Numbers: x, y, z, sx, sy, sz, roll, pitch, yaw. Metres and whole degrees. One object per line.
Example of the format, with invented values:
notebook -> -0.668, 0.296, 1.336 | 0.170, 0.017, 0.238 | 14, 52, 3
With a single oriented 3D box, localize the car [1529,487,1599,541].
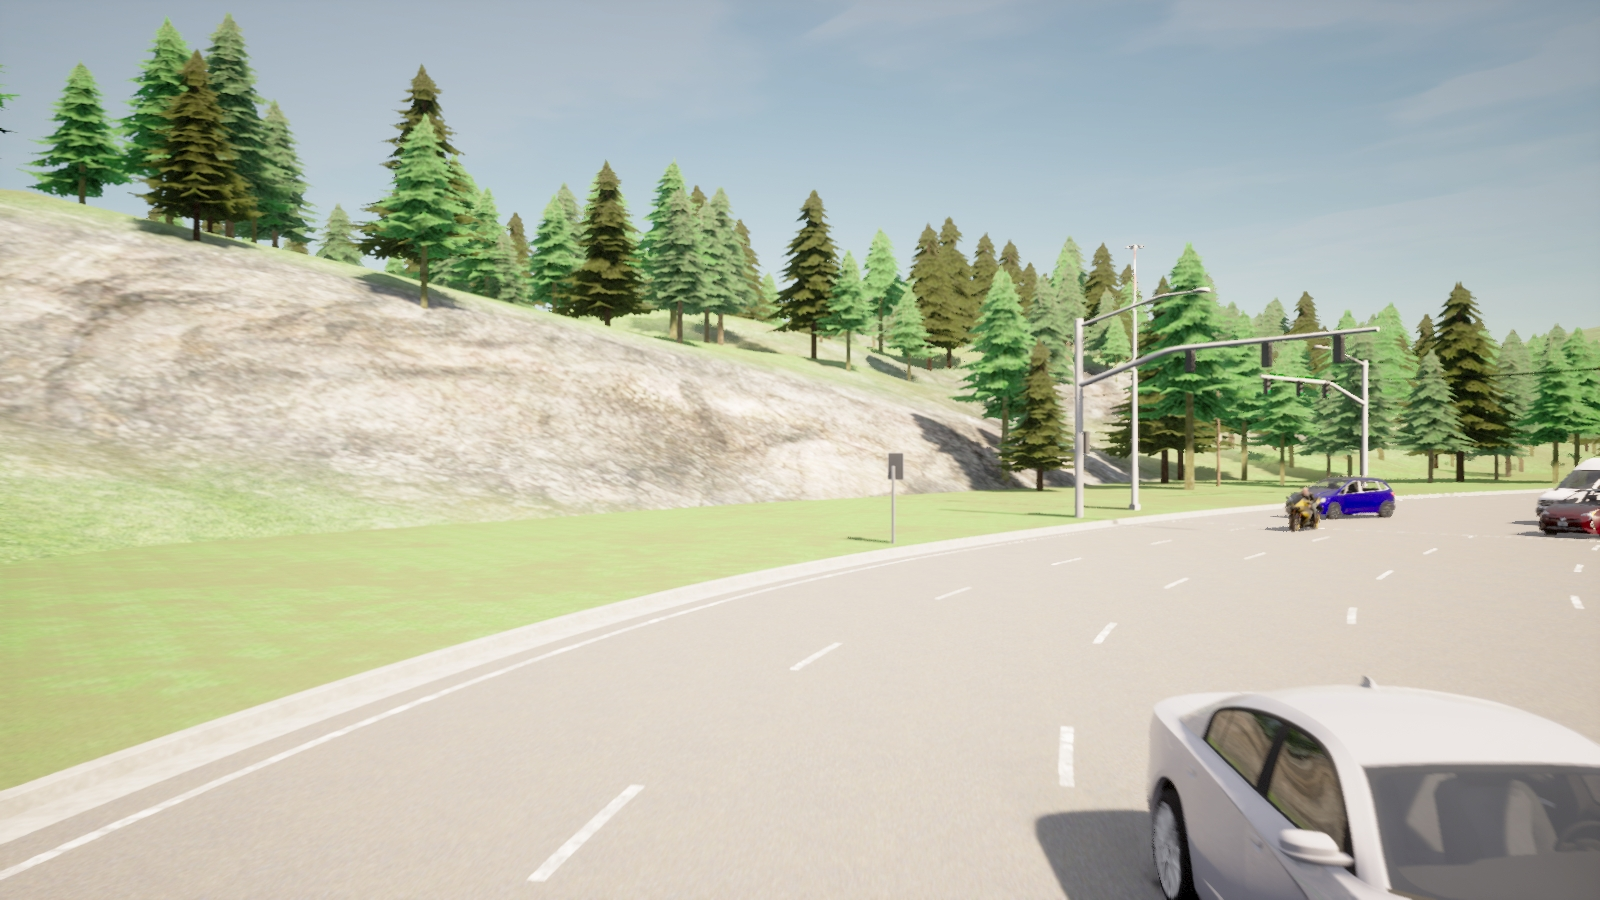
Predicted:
car -> 25.979, 2.028, 36.977 | 4.514, 1.525, 2.007 | 0, 0, -27

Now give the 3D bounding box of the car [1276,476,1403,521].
car -> 22.151, 1.953, 46.902 | 4.611, 1.667, 2.242 | 0, 0, -24

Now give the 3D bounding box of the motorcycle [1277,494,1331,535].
motorcycle -> 17.330, 2.192, 39.252 | 2.209, 1.251, 0.867 | 0, 2, -43

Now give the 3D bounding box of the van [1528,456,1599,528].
van -> 30.216, 1.522, 41.891 | 5.915, 2.561, 1.988 | 0, -1, -4

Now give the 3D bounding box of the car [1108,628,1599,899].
car -> 3.152, 2.032, 5.545 | 2.097, 1.535, 5.006 | 0, 0, 2
